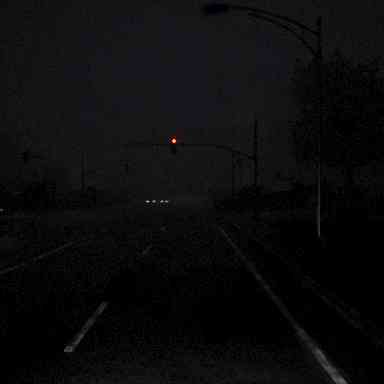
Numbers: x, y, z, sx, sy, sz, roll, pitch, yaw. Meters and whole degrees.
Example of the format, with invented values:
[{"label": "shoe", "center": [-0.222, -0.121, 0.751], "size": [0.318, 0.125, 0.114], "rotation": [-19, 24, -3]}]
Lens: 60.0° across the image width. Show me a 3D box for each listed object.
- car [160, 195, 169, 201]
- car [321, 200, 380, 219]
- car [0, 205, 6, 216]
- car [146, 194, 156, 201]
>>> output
[{"label": "car", "center": [-6.994, 1.544, 85.518], "size": [1.994, 1.385, 4.181], "rotation": [0, 0, 0]}, {"label": "car", "center": [13.626, 1.438, 28.866], "size": [4.902, 1.511, 2.128], "rotation": [0, 0, 3]}, {"label": "car", "center": [-19.822, 1.420, 30.760], "size": [4.892, 1.490, 1.837], "rotation": [1, 0, 3]}, {"label": "car", "center": [-10.494, 1.346, 85.558], "size": [2.097, 1.767, 4.553], "rotation": [0, 0, 0]}]
